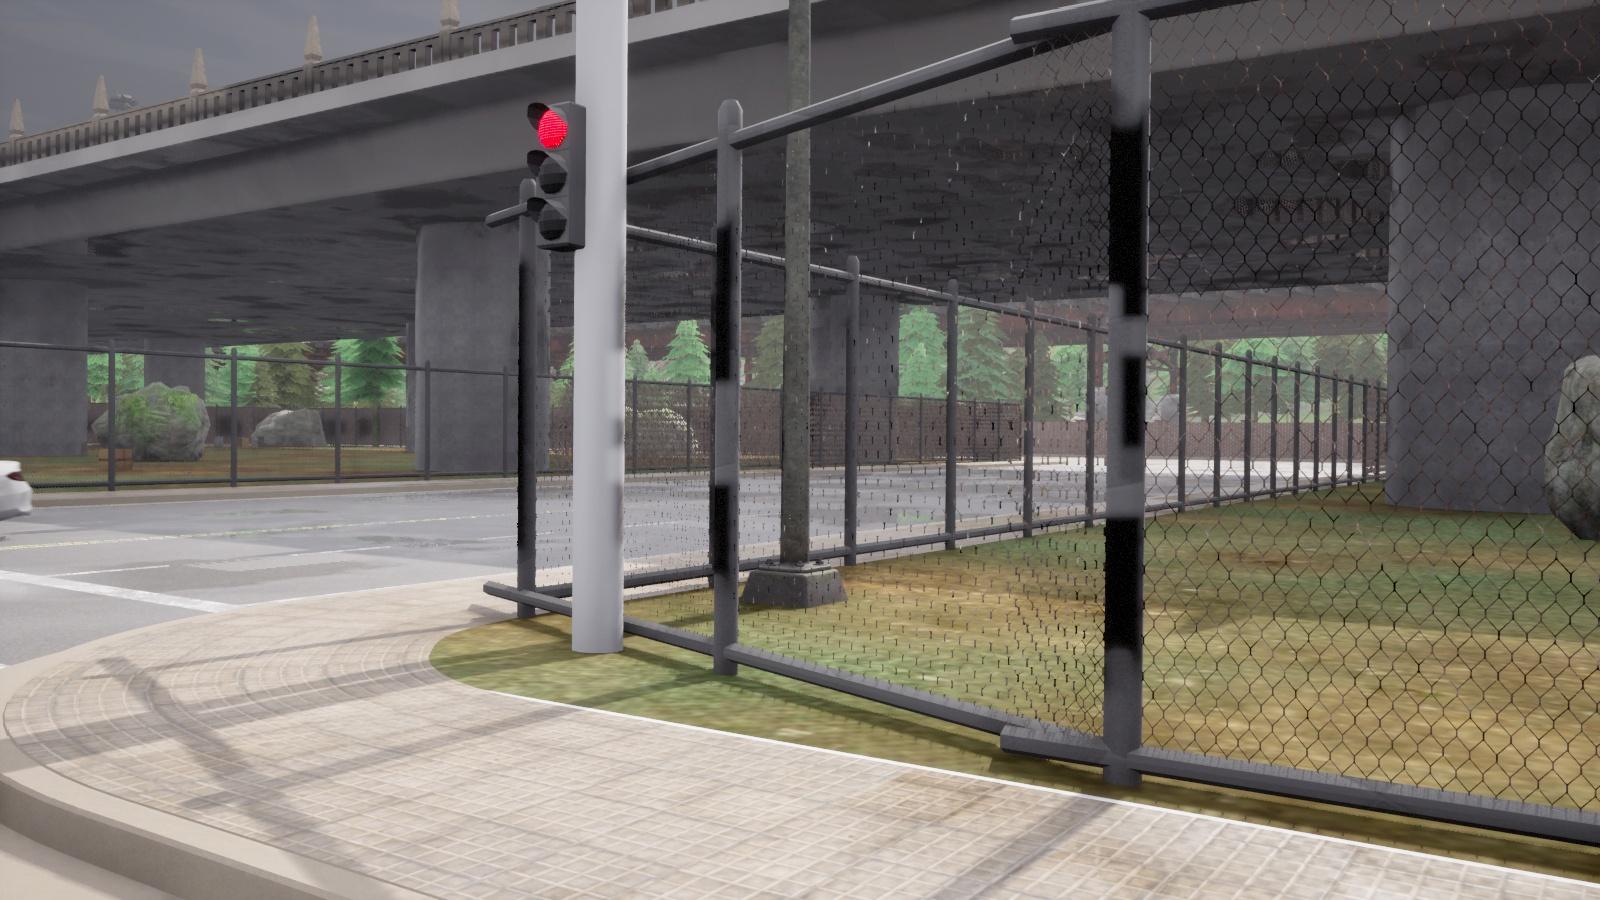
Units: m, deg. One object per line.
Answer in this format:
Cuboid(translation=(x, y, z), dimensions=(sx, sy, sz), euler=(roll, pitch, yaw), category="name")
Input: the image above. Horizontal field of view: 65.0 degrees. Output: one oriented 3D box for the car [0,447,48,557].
Cuboid(translation=(-12.149, 0.704, 15.422), dimensions=(1.812, 1.442, 4.674), euler=(0, 1, 32), category="car")
